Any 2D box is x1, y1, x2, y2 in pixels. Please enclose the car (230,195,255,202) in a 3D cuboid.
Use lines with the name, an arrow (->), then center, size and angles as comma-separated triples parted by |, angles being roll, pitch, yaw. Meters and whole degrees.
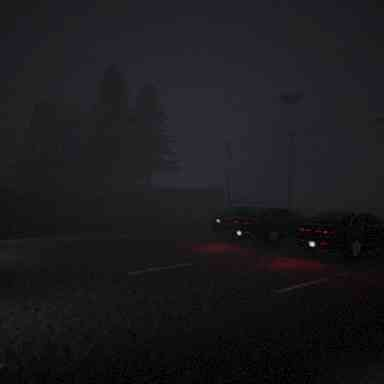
car -> 9.108, 1.278, 63.644 | 1.837, 1.490, 4.892 | 0, 0, -35

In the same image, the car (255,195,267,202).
car -> 12.117, 1.303, 65.494 | 2.033, 1.411, 5.357 | 0, 0, -36

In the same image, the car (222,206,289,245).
car -> 3.922, 1.443, 15.153 | 4.892, 1.490, 1.837 | 0, 0, -35

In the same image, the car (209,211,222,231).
car -> 3.024, 1.496, 18.811 | 4.181, 1.385, 1.994 | 0, 0, -35

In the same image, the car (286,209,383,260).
car -> 5.893, 1.443, 12.260 | 4.892, 1.490, 1.837 | 0, 0, -35
